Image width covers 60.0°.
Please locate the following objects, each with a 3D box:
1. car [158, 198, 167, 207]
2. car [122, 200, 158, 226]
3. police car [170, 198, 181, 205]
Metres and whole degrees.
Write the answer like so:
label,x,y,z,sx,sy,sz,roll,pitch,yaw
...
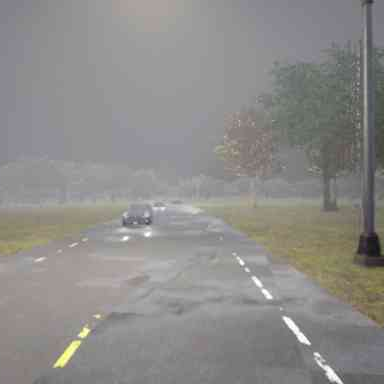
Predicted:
label,x,y,z,sx,sy,sz,roll,pitch,yaw
car,-6.473,2.323,66.387,1.895,1.301,4.718,0,-1,-5
car,-4.069,1.640,25.714,2.097,1.767,4.553,0,-1,-2
police car,-3.881,2.386,85.898,1.930,1.638,5.238,0,-1,-7
